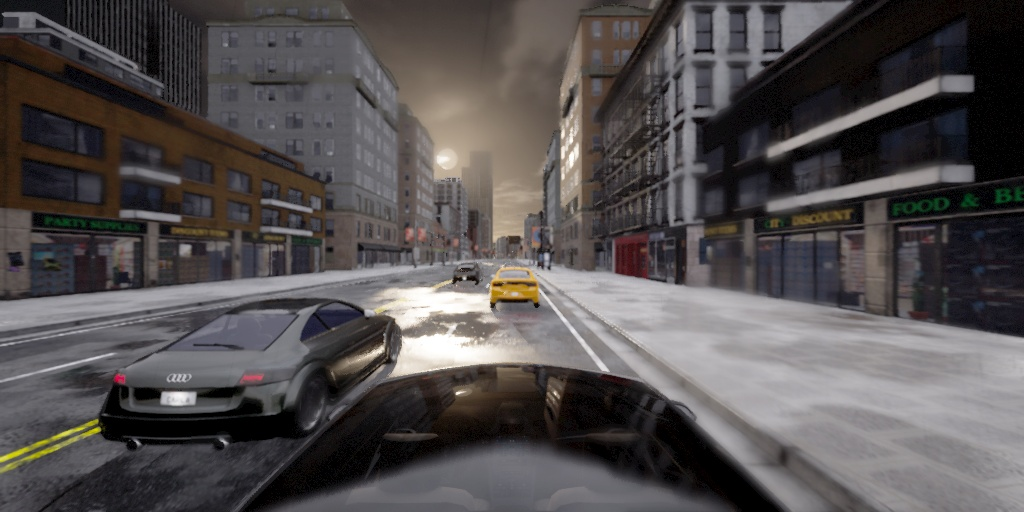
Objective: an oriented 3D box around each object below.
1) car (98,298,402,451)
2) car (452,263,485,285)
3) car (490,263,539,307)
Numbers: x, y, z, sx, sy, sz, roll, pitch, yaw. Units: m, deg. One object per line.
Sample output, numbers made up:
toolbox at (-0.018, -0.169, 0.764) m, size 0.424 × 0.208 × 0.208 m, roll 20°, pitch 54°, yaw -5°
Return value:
car at (-3.149, 1.310, 5.393) m, size 1.994 × 1.385 × 4.181 m, roll 0°, pitch 0°, yaw 0°
car at (-3.149, 1.231, 26.181) m, size 1.837 × 1.490 × 4.892 m, roll 0°, pitch 0°, yaw 0°
car at (0.101, 1.214, 15.391) m, size 1.882 × 1.535 × 5.008 m, roll 0°, pitch 0°, yaw 0°
